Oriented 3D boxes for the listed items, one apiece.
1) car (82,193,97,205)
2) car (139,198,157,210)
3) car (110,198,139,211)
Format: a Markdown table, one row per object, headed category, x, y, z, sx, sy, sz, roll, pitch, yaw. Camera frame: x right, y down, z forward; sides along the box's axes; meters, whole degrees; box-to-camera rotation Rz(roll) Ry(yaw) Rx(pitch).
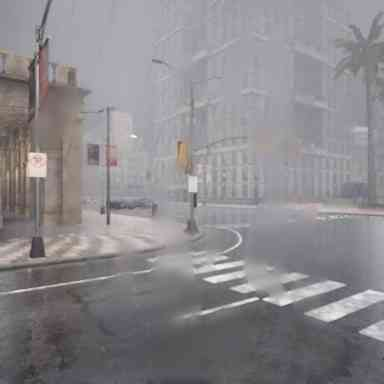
| category | x | y | z | sx | sy | sz | roll | pitch | yaw |
| --- | --- | --- | --- | --- | --- | --- | --- | --- | --- |
| car | -19.393 | 1.207 | 61.404 | 2.150 | 2.045 | 5.566 | 0 | 0 | -36 |
| car | -6.223 | 1.490 | 43.207 | 2.128 | 1.511 | 4.902 | 0 | 0 | -36 |
| car | -8.684 | 1.563 | 40.637 | 1.994 | 1.385 | 4.181 | 0 | 0 | -36 |
